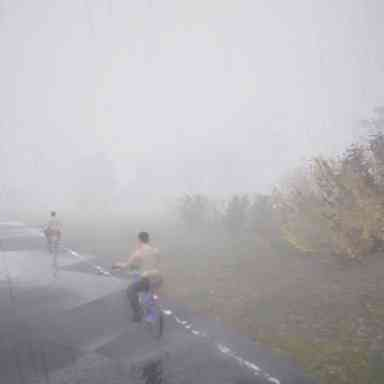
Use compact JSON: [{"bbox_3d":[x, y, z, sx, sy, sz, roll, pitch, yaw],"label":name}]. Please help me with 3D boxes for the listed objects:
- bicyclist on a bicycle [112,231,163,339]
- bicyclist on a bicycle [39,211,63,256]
[{"bbox_3d":[-0.835,1.451,5.532,0.866,1.612,1.509,-1,0,-32],"label":"bicyclist on a bicycle"},{"bbox_3d":[-5.201,1.519,12.429,0.866,1.612,1.509,-1,0,-33],"label":"bicyclist on a bicycle"}]
